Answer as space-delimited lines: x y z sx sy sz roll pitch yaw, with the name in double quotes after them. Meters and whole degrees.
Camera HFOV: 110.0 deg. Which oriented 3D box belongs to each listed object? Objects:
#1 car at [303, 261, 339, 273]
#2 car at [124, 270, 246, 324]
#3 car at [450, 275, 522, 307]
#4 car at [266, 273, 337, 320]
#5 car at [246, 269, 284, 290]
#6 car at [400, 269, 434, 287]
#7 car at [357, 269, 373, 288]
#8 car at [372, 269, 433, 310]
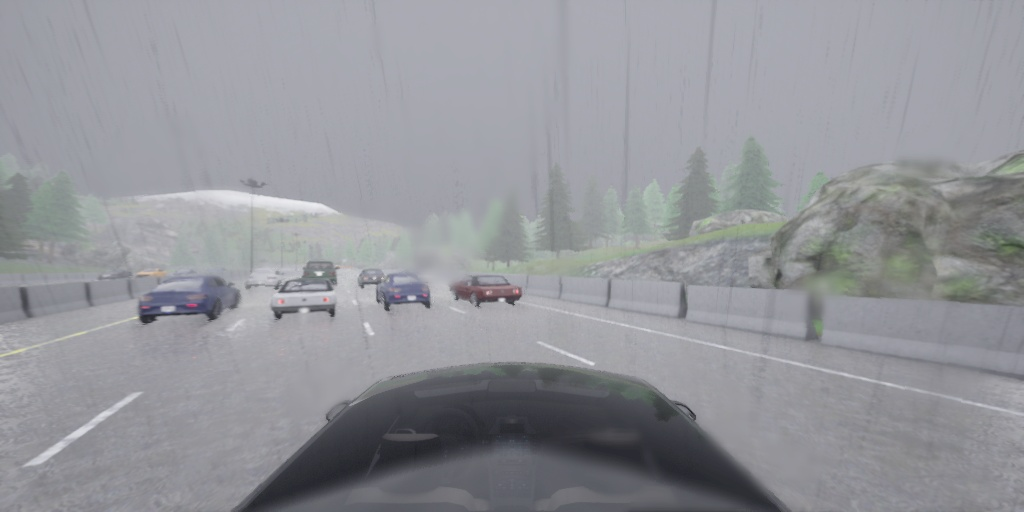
-14.058 1.360 26.396 2.150 2.045 5.566 0 -1 -26 "car"
-11.078 1.407 12.584 1.812 1.442 4.674 0 -1 -26 "car"
-1.383 1.536 16.653 1.895 1.301 4.718 0 -1 -26 "car"
-7.650 1.494 13.536 1.895 1.301 4.718 0 -1 -26 "car"
-17.778 1.667 26.039 1.812 1.442 4.674 0 -1 -26 "car"
-8.083 1.791 30.108 1.895 1.301 4.718 0 -1 -26 "car"
-10.888 1.702 27.875 2.033 1.411 5.357 0 -1 -26 "car"
-4.815 1.449 15.706 1.812 1.442 4.674 0 -1 -26 "car"
